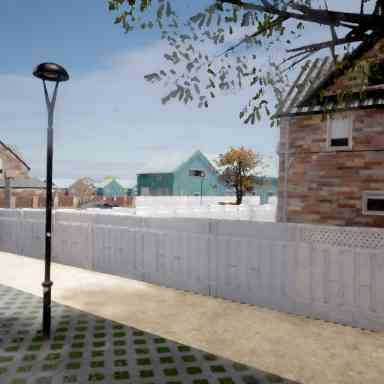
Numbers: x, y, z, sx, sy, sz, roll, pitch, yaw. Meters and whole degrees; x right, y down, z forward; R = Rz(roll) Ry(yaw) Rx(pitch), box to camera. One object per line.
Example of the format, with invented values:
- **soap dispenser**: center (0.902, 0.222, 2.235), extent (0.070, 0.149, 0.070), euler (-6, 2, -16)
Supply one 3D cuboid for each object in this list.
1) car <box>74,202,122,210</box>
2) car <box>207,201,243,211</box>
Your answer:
- **car**: center (-7.917, 1.595, 27.125), extent (4.892, 1.490, 1.837), euler (1, 1, -44)
- **car**: center (3.662, 1.727, 36.921), extent (5.008, 1.535, 1.882), euler (1, 1, -36)
